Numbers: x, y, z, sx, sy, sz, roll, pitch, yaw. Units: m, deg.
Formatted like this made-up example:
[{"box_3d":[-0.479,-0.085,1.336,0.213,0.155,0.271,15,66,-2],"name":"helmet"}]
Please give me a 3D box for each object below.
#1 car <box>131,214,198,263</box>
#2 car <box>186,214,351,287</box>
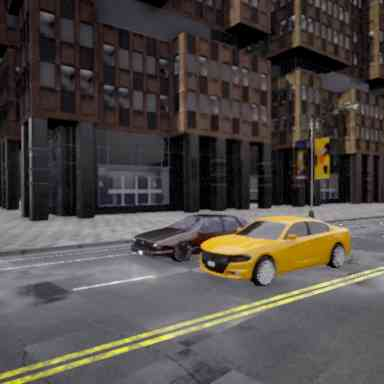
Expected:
[{"box_3d":[0.545,1.514,12.054,5.357,1.411,2.033,0,0,-35],"name":"car"},{"box_3d":[2.499,1.444,9.455,5.008,1.535,1.882,0,0,-35],"name":"car"}]
